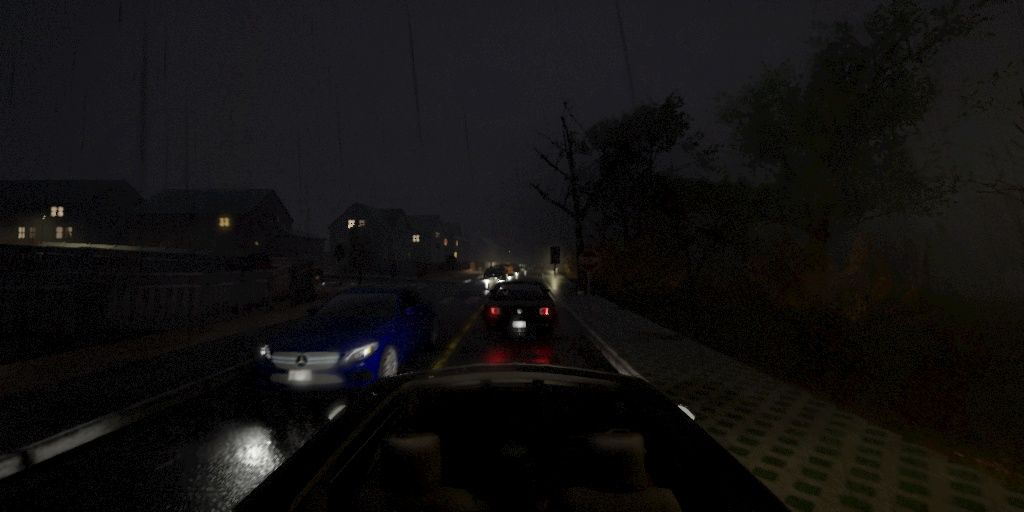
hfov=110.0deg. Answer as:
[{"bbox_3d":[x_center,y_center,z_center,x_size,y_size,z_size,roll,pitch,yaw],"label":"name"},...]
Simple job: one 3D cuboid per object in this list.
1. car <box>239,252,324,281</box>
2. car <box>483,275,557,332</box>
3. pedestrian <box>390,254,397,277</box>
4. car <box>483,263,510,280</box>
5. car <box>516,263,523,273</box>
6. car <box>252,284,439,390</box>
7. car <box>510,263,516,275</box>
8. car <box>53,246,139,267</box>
[{"bbox_3d":[-14.053,0.631,21.941,4.553,1.767,2.097,3,-1,1],"label":"car"},{"bbox_3d":[0.237,1.425,11.156,1.895,1.301,4.718,0,0,1],"label":"car"},{"bbox_3d":[-9.190,0.731,27.707,0.375,1.860,0.375,0,-4,1],"label":"pedestrian"},{"bbox_3d":[-1.624,1.610,35.648,1.994,1.385,4.181,0,-1,3],"label":"car"},{"bbox_3d":[0.162,1.830,55.503,1.812,1.442,4.674,0,-1,6],"label":"car"},{"bbox_3d":[-2.701,1.315,7.006,1.812,1.442,4.674,0,0,2],"label":"car"},{"bbox_3d":[-0.927,1.627,44.438,1.882,1.535,5.008,0,0,5],"label":"car"},{"bbox_3d":[-25.562,0.213,22.173,5.008,1.535,1.882,3,-1,1],"label":"car"}]
